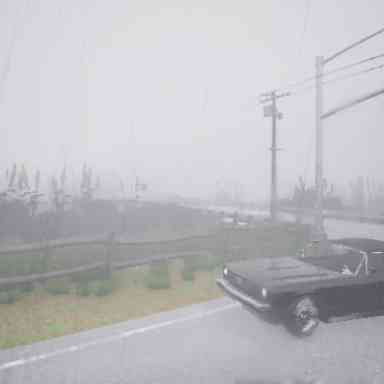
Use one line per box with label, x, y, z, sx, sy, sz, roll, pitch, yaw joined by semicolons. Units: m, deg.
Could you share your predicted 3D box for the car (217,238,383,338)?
car;2.922;1.620;6.438;4.718;1.301;1.895;0;0;-18
